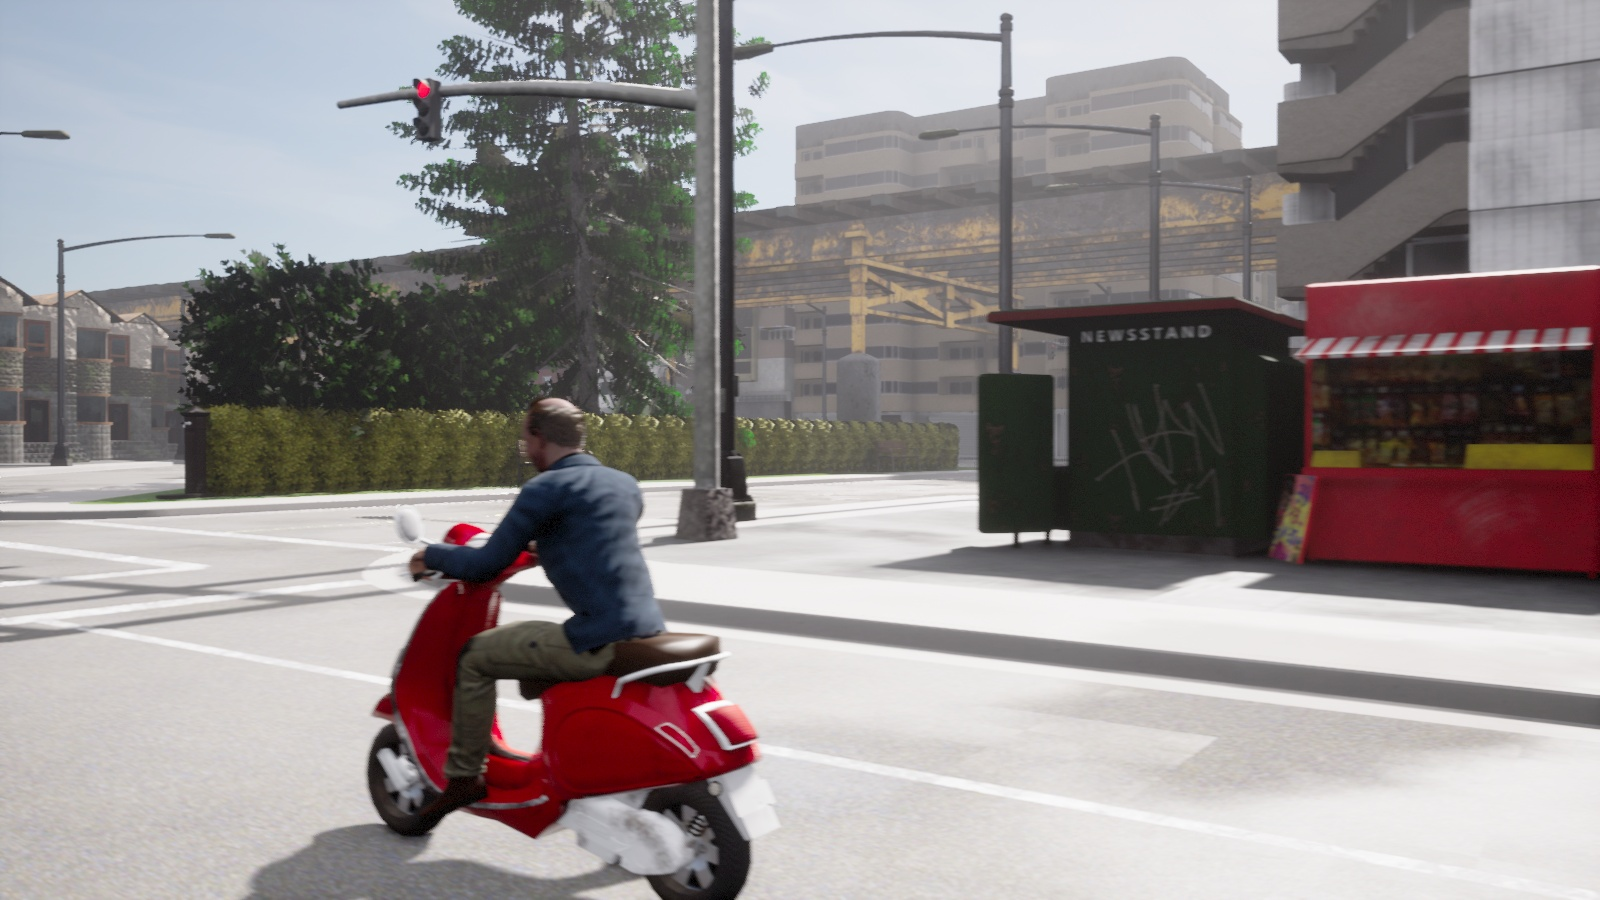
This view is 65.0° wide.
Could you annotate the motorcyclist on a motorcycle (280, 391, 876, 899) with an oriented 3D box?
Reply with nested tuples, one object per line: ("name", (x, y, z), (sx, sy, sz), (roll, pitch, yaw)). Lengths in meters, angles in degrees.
("motorcyclist on a motorcycle", (-0.763, 0.636, 4.131), (1.817, 1.590, 0.866), (0, 1, 34))
